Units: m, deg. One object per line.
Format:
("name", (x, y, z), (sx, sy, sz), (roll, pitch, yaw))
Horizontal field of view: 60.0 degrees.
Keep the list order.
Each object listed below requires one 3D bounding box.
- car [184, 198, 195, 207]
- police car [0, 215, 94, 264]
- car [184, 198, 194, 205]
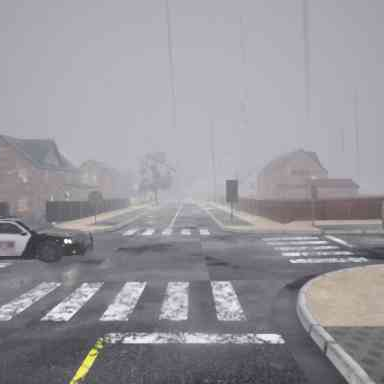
("car", (-0.453, 1.712, 56.790), (1.812, 1.442, 4.674), (0, 0, -1))
("police car", (-6.055, 1.610, 11.508), (4.974, 1.542, 2.038), (-1, 1, 0))
("car", (-0.596, 1.833, 66.818), (1.994, 1.385, 4.181), (0, 0, -2))
